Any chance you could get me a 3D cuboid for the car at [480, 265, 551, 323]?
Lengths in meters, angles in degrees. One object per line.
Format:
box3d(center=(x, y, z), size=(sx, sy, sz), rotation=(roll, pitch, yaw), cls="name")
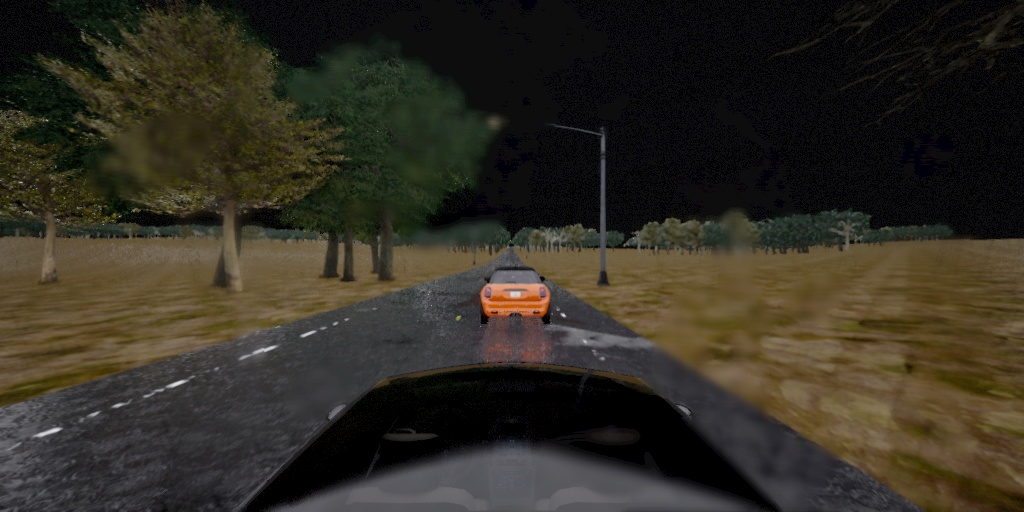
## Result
box3d(center=(0.098, 1.121, 12.345), size=(2.097, 1.767, 4.553), rotation=(0, 0, 0), cls="car")
